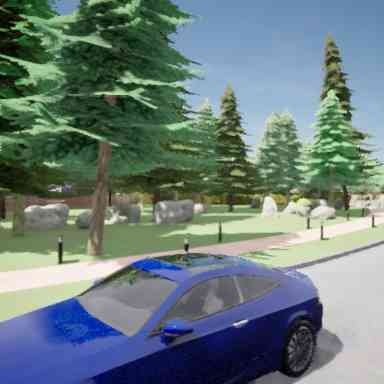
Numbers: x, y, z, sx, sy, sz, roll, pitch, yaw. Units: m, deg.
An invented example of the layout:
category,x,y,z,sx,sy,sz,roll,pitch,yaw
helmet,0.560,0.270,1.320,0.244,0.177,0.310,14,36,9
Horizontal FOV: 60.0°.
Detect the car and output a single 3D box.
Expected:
category,x,y,z,sx,sy,sz,roll,pitch,yaw
car,-0.235,1.544,4.002,4.674,1.442,1.812,0,0,-38
